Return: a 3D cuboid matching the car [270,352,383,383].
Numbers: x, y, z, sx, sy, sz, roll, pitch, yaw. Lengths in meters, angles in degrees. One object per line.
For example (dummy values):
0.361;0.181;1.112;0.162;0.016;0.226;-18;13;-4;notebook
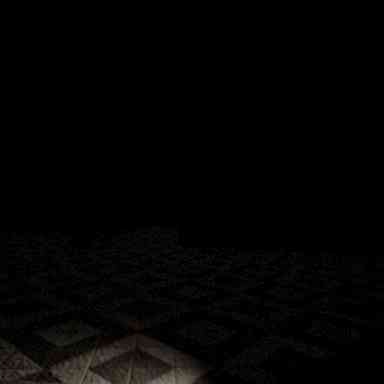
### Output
2.797;1.638;2.029;4.674;1.442;1.812;2;0;4;car
